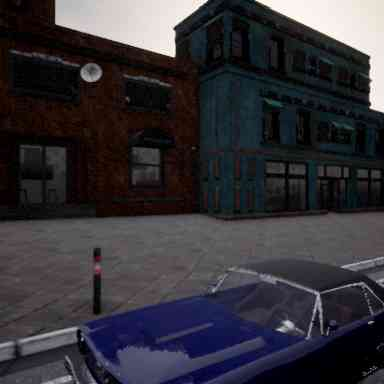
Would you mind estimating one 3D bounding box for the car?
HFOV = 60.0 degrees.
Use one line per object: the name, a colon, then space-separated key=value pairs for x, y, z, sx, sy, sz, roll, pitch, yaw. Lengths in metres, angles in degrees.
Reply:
car: x=1.030 y=1.617 z=4.102 sx=4.718 sy=1.301 sz=1.895 roll=0 pitch=0 yaw=-35
